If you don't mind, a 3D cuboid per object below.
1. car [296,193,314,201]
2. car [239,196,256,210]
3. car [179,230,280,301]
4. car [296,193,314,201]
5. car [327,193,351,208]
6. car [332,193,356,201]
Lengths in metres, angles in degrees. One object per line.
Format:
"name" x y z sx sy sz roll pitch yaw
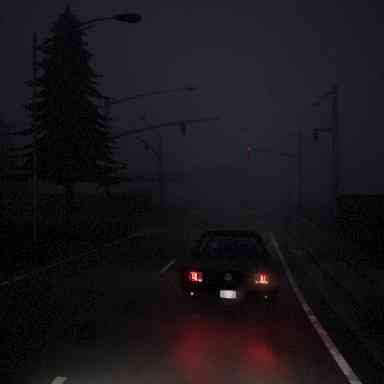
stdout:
"car" 26.063 1.360 76.823 3.806 1.475 1.970 0 0 10
"car" 7.181 1.352 43.278 2.097 1.767 4.553 0 0 10
"car" 0.980 1.601 8.337 1.895 1.301 4.718 0 0 8
"car" 27.239 1.076 79.992 3.866 1.878 1.905 0 0 10
"car" 20.193 1.330 43.072 5.027 1.636 2.152 0 0 10
"car" 34.421 1.097 75.395 4.605 1.855 1.932 0 0 10
